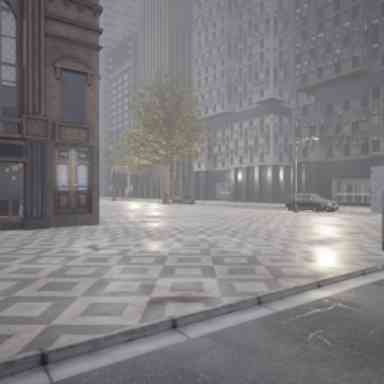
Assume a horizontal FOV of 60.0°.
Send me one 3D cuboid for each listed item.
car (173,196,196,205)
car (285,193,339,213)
[{"bbox_3d":[-1.311,1.410,54.241,1.837,1.490,4.892,0,0,-35],"label":"car"},{"bbox_3d":[12.431,1.163,34.957,2.150,2.045,5.566,0,0,-36],"label":"car"}]
